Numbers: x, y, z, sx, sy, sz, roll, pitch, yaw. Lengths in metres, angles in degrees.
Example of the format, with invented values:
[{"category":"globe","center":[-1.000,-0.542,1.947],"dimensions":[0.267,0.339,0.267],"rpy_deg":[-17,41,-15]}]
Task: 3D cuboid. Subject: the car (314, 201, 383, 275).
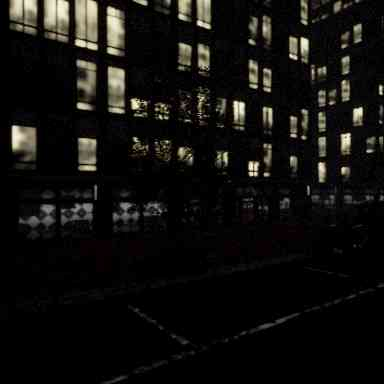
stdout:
[{"category":"car","center":[5.940,1.245,10.331],"dimensions":[5.009,1.841,2.192],"rpy_deg":[0,0,-35]}]
